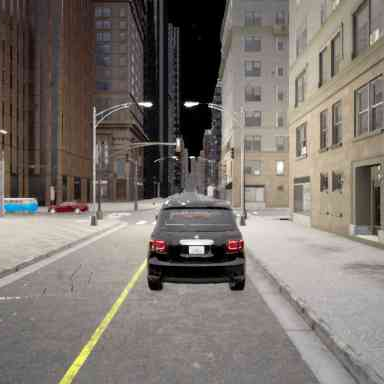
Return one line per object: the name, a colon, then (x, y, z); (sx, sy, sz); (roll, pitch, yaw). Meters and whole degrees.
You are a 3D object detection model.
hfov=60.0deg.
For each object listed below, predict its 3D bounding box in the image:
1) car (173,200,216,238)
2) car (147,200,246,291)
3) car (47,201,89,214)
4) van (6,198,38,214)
car: (0.121, 1.357, 18.618); (2.097, 1.767, 4.553); (0, 0, 0)
car: (0.113, 1.223, 9.169); (2.150, 2.045, 5.566); (0, 0, 0)
car: (-13.926, 1.725, 37.508); (4.507, 1.381, 1.887); (-1, 0, 0)
van: (-19.553, 1.589, 37.536); (3.998, 1.788, 1.690); (-1, 0, 0)
